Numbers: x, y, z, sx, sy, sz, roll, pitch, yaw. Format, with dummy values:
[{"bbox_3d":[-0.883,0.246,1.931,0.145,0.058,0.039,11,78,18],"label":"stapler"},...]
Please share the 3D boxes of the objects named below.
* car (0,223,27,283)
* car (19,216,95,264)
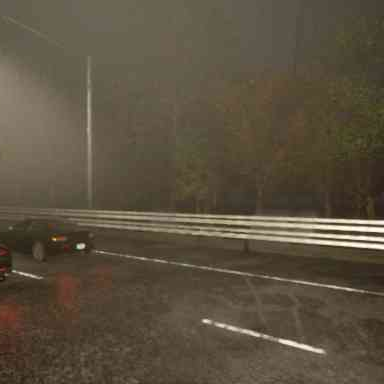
[{"bbox_3d":[-6.560,1.595,8.694,4.892,1.490,1.837,0,0,36],"label":"car"},{"bbox_3d":[-5.502,1.625,12.254,4.674,1.442,1.812,0,0,36],"label":"car"}]
